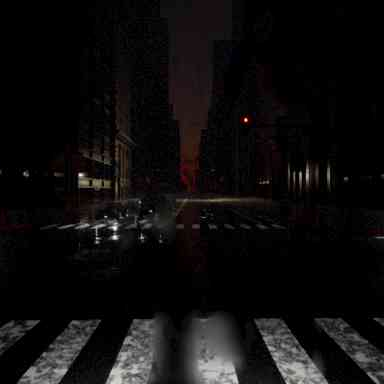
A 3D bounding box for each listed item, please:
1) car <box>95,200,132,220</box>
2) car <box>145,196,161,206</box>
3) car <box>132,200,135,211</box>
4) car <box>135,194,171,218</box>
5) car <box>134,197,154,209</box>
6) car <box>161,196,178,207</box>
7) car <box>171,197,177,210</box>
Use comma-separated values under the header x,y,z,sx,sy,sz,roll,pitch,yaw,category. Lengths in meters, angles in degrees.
x,y,z,sx,sy,sz,roll,pitch,yaw,category
-6.629,1.588,27.896,1.895,1.301,4.718,0,0,1,car
-6.582,1.503,57.075,2.033,1.411,5.357,0,0,0,car
-6.614,1.581,37.012,1.895,1.301,4.718,0,0,0,car
-3.361,1.207,29.943,2.150,2.045,5.566,0,0,0,car
-6.610,1.462,46.420,2.128,1.511,4.902,0,0,0,car
-3.352,1.458,50.459,2.128,1.511,4.902,0,0,0,car
-3.362,1.469,40.036,2.128,1.511,4.902,0,0,0,car
